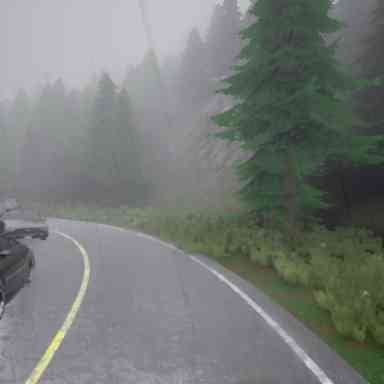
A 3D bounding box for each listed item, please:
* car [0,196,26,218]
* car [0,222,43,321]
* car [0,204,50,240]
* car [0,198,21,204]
[{"bbox_3d":[-17.388,1.319,30.566,4.553,1.767,2.097,0,0,39],"label":"car"},{"bbox_3d":[-4.513,1.553,6.579,1.994,1.385,4.181,0,0,-14],"label":"car"},{"bbox_3d":[-8.455,1.537,16.436,2.033,1.411,5.357,1,0,-34],"label":"car"},{"bbox_3d":[-12.708,1.299,21.827,4.553,1.767,2.097,3,2,42],"label":"car"}]
